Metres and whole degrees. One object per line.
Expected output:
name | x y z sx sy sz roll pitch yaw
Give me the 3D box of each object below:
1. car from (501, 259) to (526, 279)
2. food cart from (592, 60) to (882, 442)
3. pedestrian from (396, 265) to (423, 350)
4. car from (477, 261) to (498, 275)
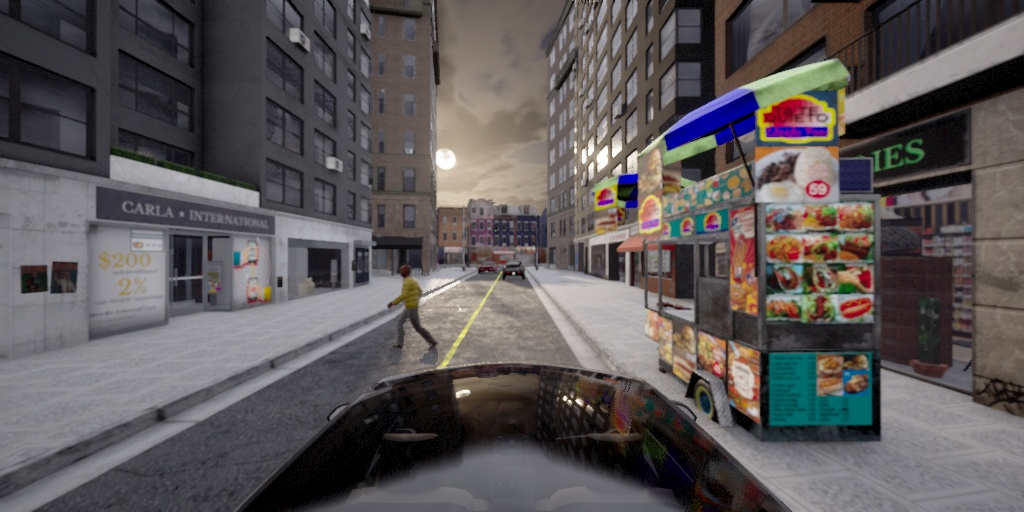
car | 0.146 1.142 30.710 1.837 1.490 4.892 0 0 0
food cart | 2.890 0.202 5.254 2.280 3.560 4.660 0 0 0
pedestrian | -2.097 1.021 7.362 0.375 1.860 0.375 0 0 -10
car | -2.506 1.213 37.639 1.895 1.301 4.718 0 0 0
